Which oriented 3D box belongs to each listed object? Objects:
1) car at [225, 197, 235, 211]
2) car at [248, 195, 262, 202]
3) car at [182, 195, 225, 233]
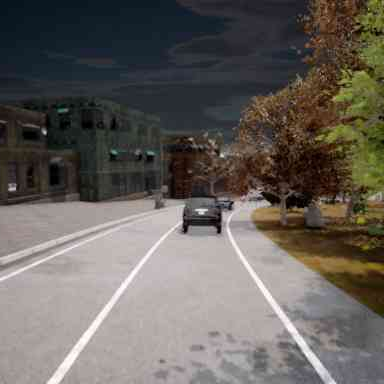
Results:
[{"bbox_3d":[3.891,1.358,38.593,2.128,1.511,4.902,1,0,14],"label":"car"},{"bbox_3d":[13.478,1.356,71.203,1.837,1.490,4.892,3,1,30],"label":"car"},{"bbox_3d":[0.702,1.165,19.696,2.150,2.045,5.566,0,0,5],"label":"car"}]
